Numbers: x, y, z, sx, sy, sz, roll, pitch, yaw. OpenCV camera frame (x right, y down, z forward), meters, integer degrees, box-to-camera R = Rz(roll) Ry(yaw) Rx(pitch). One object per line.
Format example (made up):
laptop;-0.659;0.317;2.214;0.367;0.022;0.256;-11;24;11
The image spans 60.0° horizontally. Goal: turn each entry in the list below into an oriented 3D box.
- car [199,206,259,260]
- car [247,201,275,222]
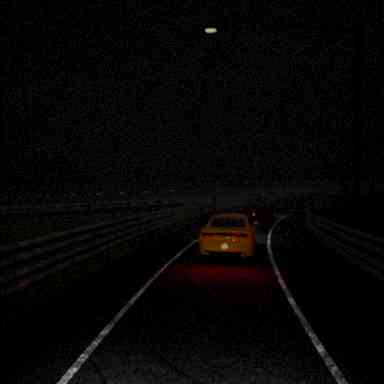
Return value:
car;1.521;1.560;12.978;1.882;1.535;5.008;0;0;11
car;5.509;1.472;27.020;1.882;1.535;5.008;1;1;22
